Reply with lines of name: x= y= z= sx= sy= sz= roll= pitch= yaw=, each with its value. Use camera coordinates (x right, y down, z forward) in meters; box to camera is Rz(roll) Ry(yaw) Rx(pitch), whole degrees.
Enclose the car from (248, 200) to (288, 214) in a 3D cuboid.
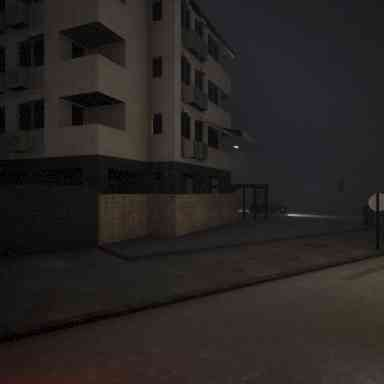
car: x=7.873 y=1.564 z=34.763 sx=1.994 sy=1.385 sz=4.181 roll=0 pitch=0 yaw=-35
